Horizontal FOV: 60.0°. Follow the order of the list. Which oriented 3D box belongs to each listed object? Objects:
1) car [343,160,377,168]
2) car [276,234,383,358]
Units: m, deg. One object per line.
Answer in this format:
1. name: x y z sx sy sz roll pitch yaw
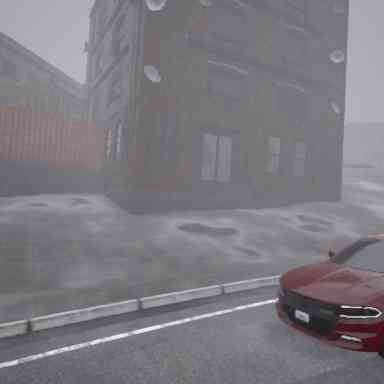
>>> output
1. car: 20.982 -3.284 42.395 4.553 1.767 2.185 2 -3 14
2. car: 3.766 1.525 5.973 5.008 1.535 1.882 1 -1 -29
